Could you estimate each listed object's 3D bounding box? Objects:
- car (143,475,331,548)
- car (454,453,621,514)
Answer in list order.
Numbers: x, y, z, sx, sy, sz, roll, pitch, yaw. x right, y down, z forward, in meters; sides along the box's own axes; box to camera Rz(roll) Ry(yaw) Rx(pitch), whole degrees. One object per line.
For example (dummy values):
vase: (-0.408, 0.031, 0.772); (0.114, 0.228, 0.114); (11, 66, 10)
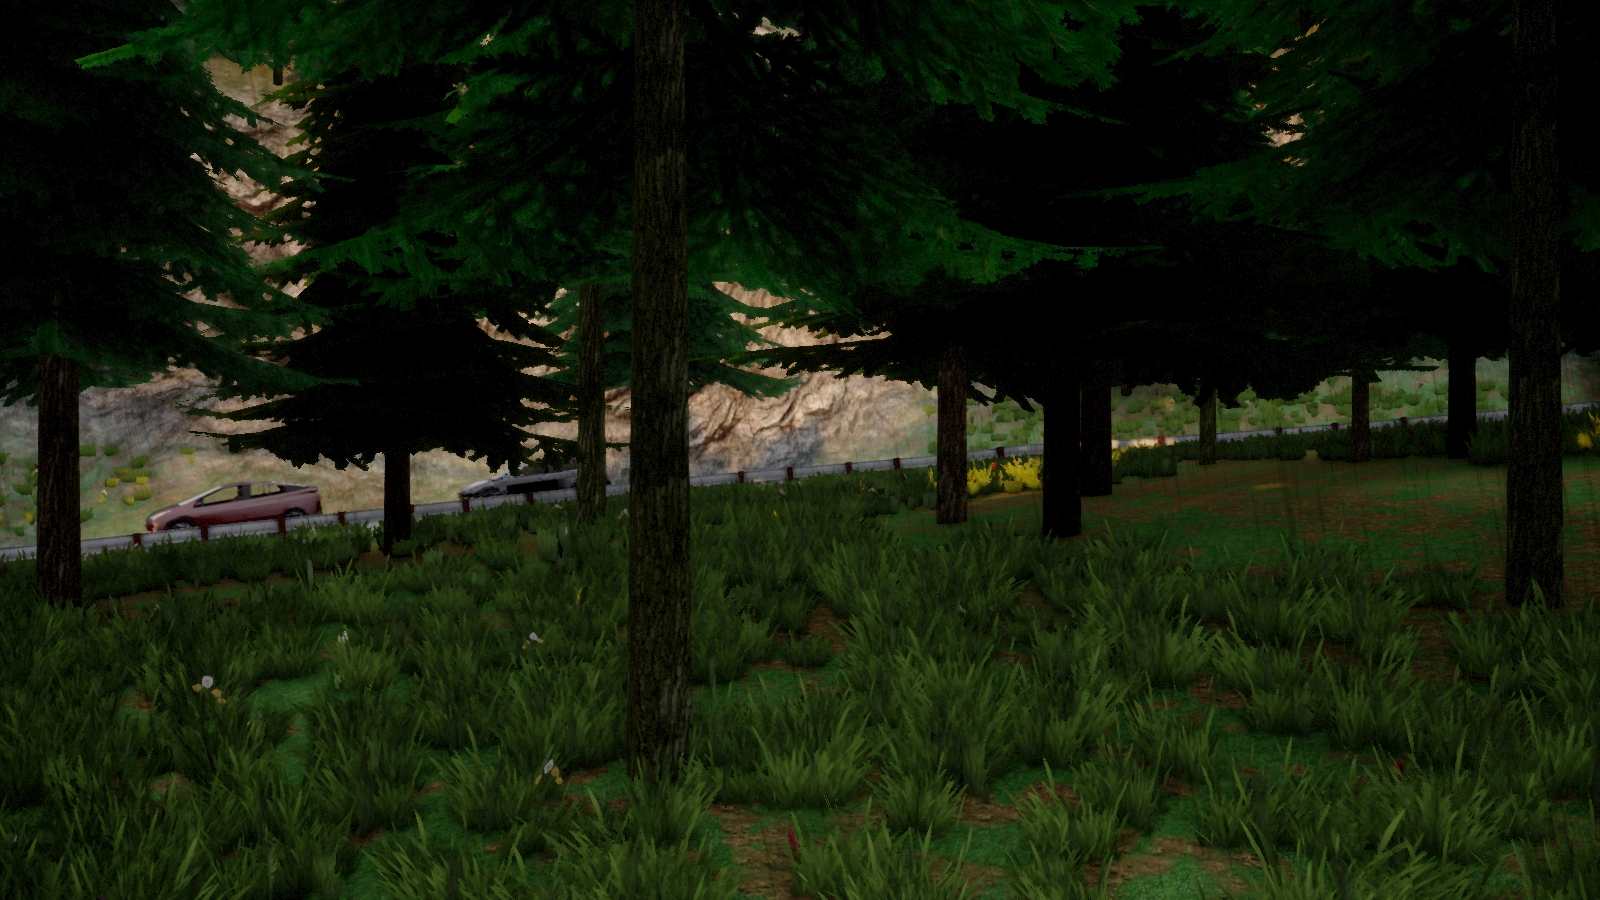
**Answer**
car: (-15.912, 1.679, 32.347); (4.514, 1.525, 2.007); (-5, 3, -31)
car: (-8.463, 1.034, 36.795); (4.792, 1.488, 2.163); (-5, 2, -25)
